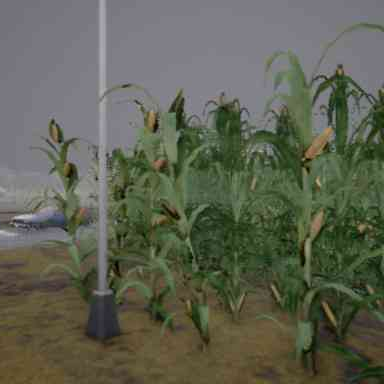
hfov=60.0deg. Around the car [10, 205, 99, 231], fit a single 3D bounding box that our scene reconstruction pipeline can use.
[{"bbox_3d":[-8.456,1.558,21.089,2.033,1.411,5.357,2,1,35],"label":"car"}]
